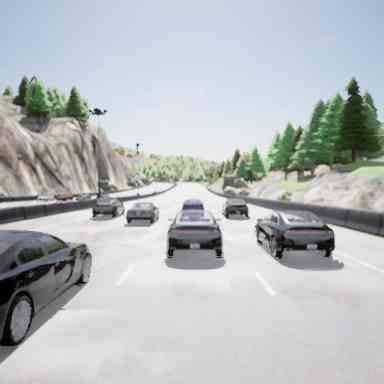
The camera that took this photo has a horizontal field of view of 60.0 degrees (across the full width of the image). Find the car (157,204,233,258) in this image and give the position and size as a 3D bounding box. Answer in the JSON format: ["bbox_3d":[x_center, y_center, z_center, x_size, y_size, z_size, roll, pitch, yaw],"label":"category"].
[{"bbox_3d":[0.091,1.410,12.463,2.128,1.511,4.902,0,0,0],"label":"car"}]

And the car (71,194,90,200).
[{"bbox_3d":[-21.034,1.104,64.449,2.128,1.511,4.902,0,1,0],"label":"car"}]

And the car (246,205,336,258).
[{"bbox_3d":[3.591,1.410,12.360,2.128,1.511,4.902,0,0,0],"label":"car"}]

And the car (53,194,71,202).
[{"bbox_3d":[-24.532,1.069,64.356,1.882,1.535,5.008,0,1,0],"label":"car"}]

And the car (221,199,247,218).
[{"bbox_3d":[3.584,1.323,28.002,1.837,1.490,4.892,0,0,0],"label":"car"}]

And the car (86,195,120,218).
[{"bbox_3d":[-6.916,1.314,27.909,2.128,1.511,4.902,0,0,0],"label":"car"}]

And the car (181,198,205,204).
[{"bbox_3d":[0.084,1.288,29.407,1.882,1.535,5.008,0,0,0],"label":"car"}]

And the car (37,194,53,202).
[{"bbox_3d":[-28.031,1.120,63.897,1.812,1.442,4.674,0,0,0],"label":"car"}]

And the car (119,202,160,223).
[{"bbox_3d":[-3.415,1.395,23.687,2.033,1.411,5.357,0,0,0],"label":"car"}]

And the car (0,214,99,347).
[{"bbox_3d":[-3.413,1.438,6.257,1.882,1.535,5.008,0,0,0],"label":"car"}]
